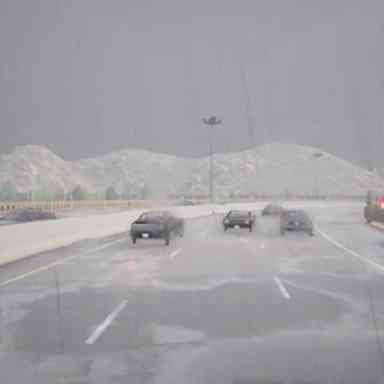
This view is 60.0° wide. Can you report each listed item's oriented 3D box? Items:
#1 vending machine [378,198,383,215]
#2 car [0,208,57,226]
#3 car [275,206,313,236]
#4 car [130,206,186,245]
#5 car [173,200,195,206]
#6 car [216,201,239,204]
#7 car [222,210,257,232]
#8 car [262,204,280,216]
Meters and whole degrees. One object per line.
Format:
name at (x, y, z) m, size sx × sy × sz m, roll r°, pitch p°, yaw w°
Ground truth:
vending machine at (24.017, 1.823, 41.854) m, size 1.100 × 2.100 × 0.880 m, roll 0°, pitch -1°, yaw 33°
car at (-8.786, 1.741, 17.218) m, size 1.994 × 1.385 × 4.181 m, roll 0°, pitch -1°, yaw 11°
car at (6.417, 1.836, 20.741) m, size 2.033 × 1.411 × 5.357 m, roll 0°, pitch -1°, yaw 15°
car at (-1.571, 1.695, 16.766) m, size 2.128 × 1.511 × 4.902 m, roll 0°, pitch -1°, yaw 10°
car at (-1.352, 2.192, 55.605) m, size 1.837 × 1.490 × 4.892 m, roll 0°, pitch -1°, yaw 32°
car at (6.376, 2.188, 54.758) m, size 1.882 × 1.535 × 5.008 m, roll 0°, pitch -1°, yaw 34°
car at (3.374, 1.901, 22.726) m, size 1.895 × 1.301 × 4.718 m, roll 0°, pitch -1°, yaw 15°
car at (9.571, 2.092, 38.912) m, size 1.994 × 1.385 × 4.181 m, roll 0°, pitch -1°, yaw 26°
